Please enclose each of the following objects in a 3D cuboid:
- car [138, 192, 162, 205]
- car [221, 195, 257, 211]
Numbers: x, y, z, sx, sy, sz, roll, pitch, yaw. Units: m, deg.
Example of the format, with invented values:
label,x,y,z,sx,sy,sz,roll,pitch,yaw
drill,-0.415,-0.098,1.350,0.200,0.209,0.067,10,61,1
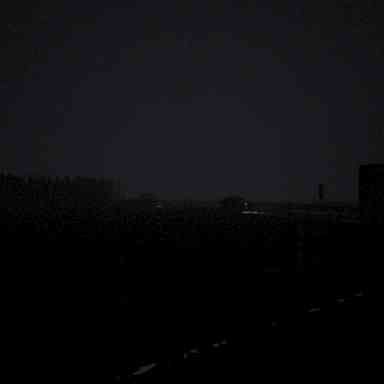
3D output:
label,x,y,z,sx,sy,sz,roll,pitch,yaw
car,-7.324,1.101,56.956,2.150,2.045,5.566,-1,0,-35
car,5.467,1.281,38.896,2.097,1.767,4.553,-1,1,-35
